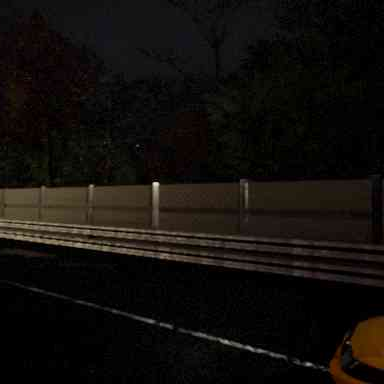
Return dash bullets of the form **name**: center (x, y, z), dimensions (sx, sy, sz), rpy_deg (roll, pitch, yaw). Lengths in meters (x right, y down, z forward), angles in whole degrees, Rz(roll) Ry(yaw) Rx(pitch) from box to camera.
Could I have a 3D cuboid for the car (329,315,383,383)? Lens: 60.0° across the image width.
- **car**: center (3.936, 1.562, 2.443), dimensions (5.366, 1.575, 1.801), rpy_deg (-1, -2, 34)
